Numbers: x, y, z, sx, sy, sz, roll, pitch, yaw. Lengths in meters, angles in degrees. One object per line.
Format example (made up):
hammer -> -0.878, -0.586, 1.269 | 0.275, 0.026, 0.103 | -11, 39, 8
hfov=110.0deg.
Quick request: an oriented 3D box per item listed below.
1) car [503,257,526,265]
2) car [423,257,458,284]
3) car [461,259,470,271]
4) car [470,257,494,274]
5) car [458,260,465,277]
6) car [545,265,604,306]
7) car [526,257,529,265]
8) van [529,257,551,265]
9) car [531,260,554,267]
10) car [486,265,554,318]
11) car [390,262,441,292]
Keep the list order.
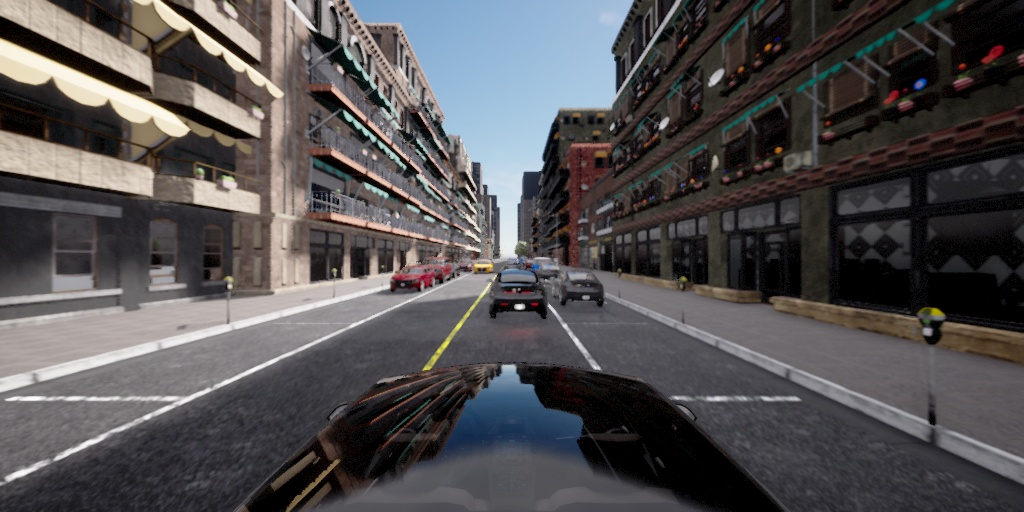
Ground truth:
car -> 0.102, 1.163, 40.202 | 2.128, 1.511, 4.902 | 0, 0, 0
car -> -5.689, 1.008, 26.569 | 2.192, 1.841, 5.009 | 0, 0, 0
car -> -5.689, 1.107, 43.561 | 1.967, 1.591, 4.097 | 0, 0, 0
car -> -3.053, 1.151, 38.917 | 1.882, 1.535, 5.008 | 0, 0, 0
car -> -5.689, 1.249, 32.231 | 1.948, 1.339, 4.313 | 0, 0, 0
car -> 2.691, 1.268, 15.238 | 2.007, 1.370, 4.403 | 0, 0, 0
car -> 2.692, 1.206, 49.225 | 1.888, 1.381, 4.507 | 0, 0, 0
van -> 2.691, 1.025, 32.230 | 1.690, 1.789, 3.998 | 0, 0, 0
car -> 2.691, 1.244, 26.568 | 2.007, 1.370, 4.403 | 0, 0, 0
car -> 0.150, 1.227, 12.857 | 1.837, 1.490, 4.892 | 0, 0, -2
car -> -5.689, 1.250, 20.904 | 1.888, 1.381, 4.507 | 0, 0, 0
